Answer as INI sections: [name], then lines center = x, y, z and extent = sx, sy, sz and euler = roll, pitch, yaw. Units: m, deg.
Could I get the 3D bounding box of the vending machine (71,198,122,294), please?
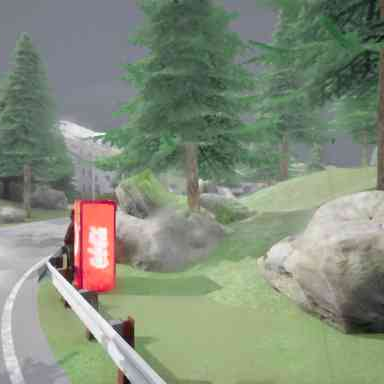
[vending machine]
center = -2.294, 1.194, 7.940
extent = 1.100, 2.100, 0.880
euler = 0, 0, -22

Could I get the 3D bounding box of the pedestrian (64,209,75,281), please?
[pedestrian]
center = -2.981, 1.292, 8.478
extent = 0.375, 1.860, 0.375
euler = 0, 0, -18
